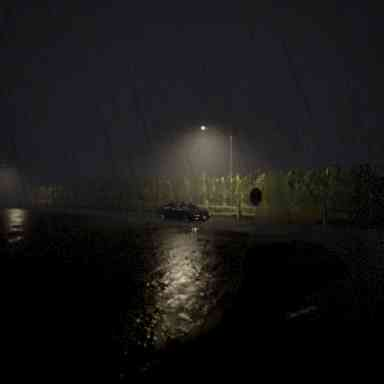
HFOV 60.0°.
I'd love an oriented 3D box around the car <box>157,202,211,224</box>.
[{"bbox_3d":[-0.702,1.494,24.634,1.837,1.490,4.892,0,0,-41],"label":"car"}]
